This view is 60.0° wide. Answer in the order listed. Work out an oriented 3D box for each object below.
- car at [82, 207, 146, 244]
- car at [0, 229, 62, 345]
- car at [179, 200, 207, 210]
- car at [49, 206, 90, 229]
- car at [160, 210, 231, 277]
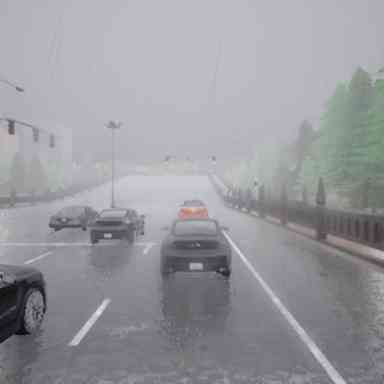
[{"bbox_3d":[-3.399,1.513,15.862,1.837,1.490,4.892,0,0,0],"label":"car"},{"bbox_3d":[-3.401,1.493,3.793,2.128,1.511,4.902,0,0,0],"label":"car"},{"bbox_3d":[0.101,1.365,25.791,2.097,1.767,4.553,0,0,0],"label":"car"},{"bbox_3d":[-6.901,1.557,20.438,2.033,1.411,5.357,0,0,0],"label":"car"},{"bbox_3d":[0.101,1.510,10.275,1.837,1.490,4.892,0,0,0],"label":"car"}]
